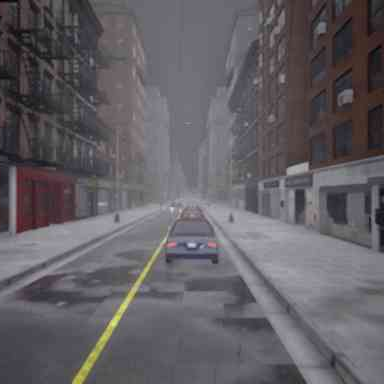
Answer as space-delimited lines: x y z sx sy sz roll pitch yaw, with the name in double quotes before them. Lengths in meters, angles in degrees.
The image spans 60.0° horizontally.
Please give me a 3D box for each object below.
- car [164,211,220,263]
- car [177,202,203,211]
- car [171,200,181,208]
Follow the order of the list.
"car" 0.014 1.672 12.527 2.033 1.411 5.357 0 -1 0
"car" 0.029 1.843 28.310 1.994 1.385 4.181 0 0 0
"car" -2.789 2.123 60.504 1.812 1.442 4.674 0 -1 1
